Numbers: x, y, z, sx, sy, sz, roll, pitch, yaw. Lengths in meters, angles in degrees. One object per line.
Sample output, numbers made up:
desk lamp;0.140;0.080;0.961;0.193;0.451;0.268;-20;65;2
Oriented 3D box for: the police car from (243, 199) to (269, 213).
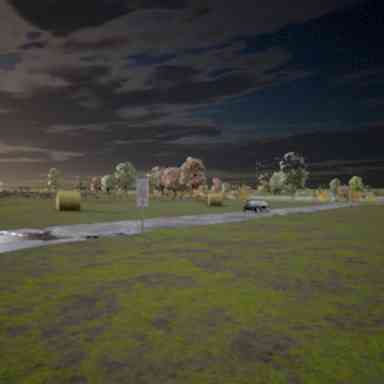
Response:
police car;8.067;1.697;41.878;1.930;1.638;5.238;0;-1;35
